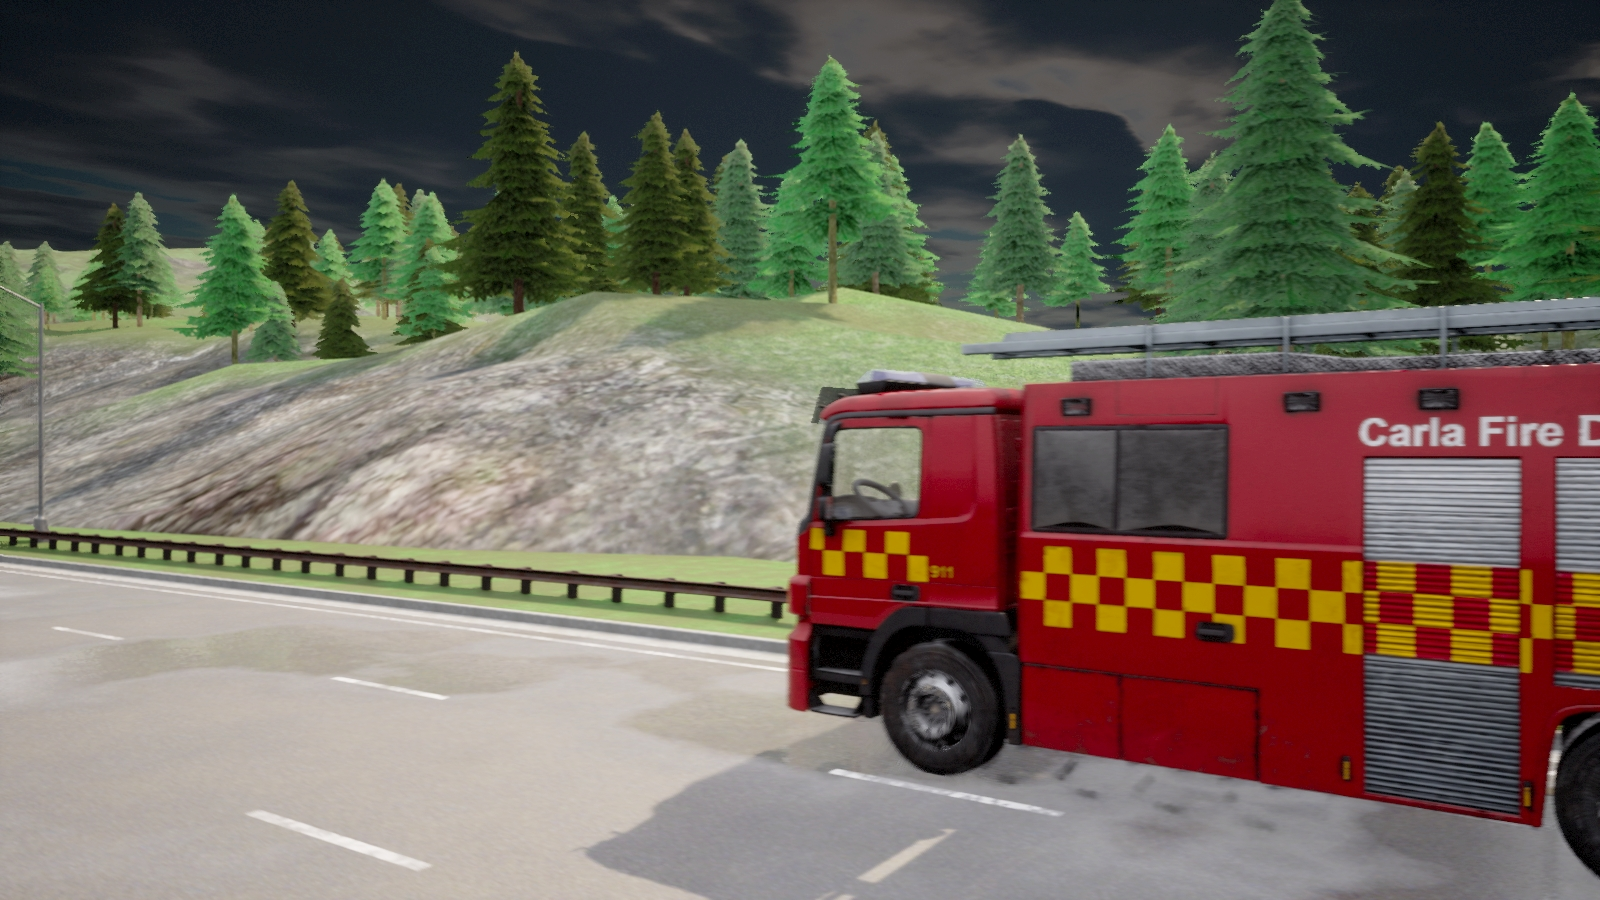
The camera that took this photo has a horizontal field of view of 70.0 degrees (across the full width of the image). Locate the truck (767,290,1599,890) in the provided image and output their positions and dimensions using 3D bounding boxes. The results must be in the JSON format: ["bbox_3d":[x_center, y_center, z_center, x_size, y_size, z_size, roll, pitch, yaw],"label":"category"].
[{"bbox_3d":[3.980,0.893,9.820,8.468,3.827,2.891,0,0,35],"label":"truck"}]
